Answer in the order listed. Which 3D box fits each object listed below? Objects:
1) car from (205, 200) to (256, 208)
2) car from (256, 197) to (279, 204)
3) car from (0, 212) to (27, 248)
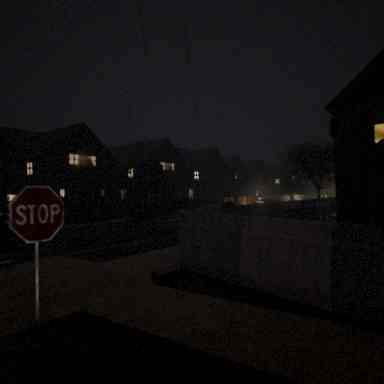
[{"bbox_3d":[2.233,1.372,22.410,1.812,1.442,4.674,-2,-1,37],"label":"car"},{"bbox_3d":[7.448,1.321,34.430,2.128,1.511,4.902,-2,-1,36],"label":"car"},{"bbox_3d":[-8.451,1.532,12.736,2.128,1.511,4.902,-2,-1,36],"label":"car"}]
